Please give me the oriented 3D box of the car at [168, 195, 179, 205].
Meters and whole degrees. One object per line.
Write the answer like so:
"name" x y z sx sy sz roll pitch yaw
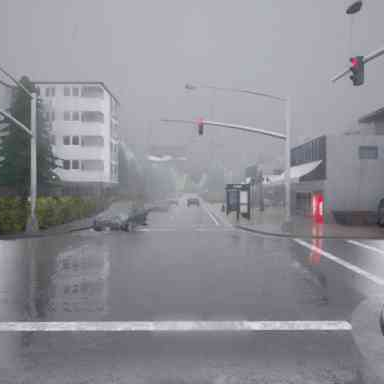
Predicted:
"car" -3.376 1.349 57.174 2.097 1.767 4.553 0 0 0

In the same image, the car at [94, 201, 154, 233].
"car" -4.199 1.383 20.411 2.097 1.767 4.553 0 1 11

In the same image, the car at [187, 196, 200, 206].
"car" 0.236 1.502 54.216 1.837 1.490 4.892 0 0 1

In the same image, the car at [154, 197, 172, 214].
"car" -3.518 1.563 35.576 1.994 1.385 4.181 0 0 0
